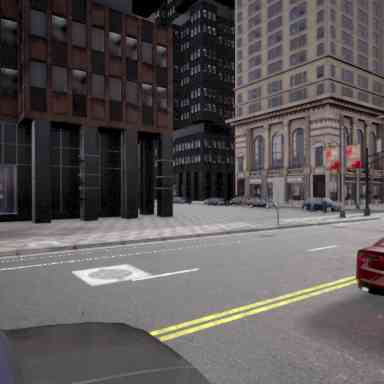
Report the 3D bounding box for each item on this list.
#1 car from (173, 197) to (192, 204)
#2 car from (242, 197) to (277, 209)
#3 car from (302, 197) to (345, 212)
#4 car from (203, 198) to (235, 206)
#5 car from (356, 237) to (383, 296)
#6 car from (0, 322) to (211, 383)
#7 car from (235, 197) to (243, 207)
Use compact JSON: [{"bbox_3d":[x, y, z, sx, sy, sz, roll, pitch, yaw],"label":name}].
[{"bbox_3d":[-2.128,1.608,62.138,2.033,1.411,5.357,0,0,-35],"label":"car"},{"bbox_3d":[9.673,1.525,45.363,2.128,1.511,4.902,0,0,-35],"label":"car"},{"bbox_3d":[14.948,1.376,37.897,2.097,1.767,4.553,0,0,-35],"label":"car"},{"bbox_3d":[3.982,1.593,53.429,2.033,1.411,5.357,0,0,-35],"label":"car"},{"bbox_3d":[5.681,1.477,7.494,5.008,1.535,1.882,0,0,-36],"label":"car"},{"bbox_3d":[-2.334,1.547,1.779,5.357,1.411,2.033,0,0,-35],"label":"car"},{"bbox_3d":[7.717,1.526,53.671,2.128,1.511,4.902,0,0,-35],"label":"car"}]
